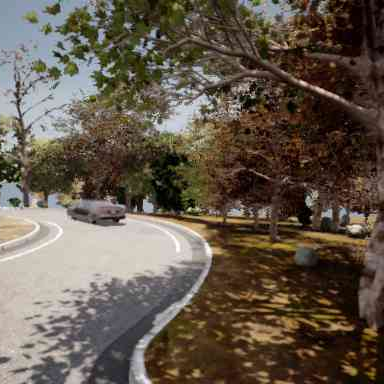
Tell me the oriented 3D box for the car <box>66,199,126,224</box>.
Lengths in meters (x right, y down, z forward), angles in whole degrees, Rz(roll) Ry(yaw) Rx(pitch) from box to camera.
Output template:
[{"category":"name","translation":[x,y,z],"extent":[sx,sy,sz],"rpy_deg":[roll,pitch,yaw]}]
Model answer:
[{"category":"car","translation":[-6.221,1.174,21.254],"extent":[2.033,1.411,5.357],"rpy_deg":[0,1,-41]}]
